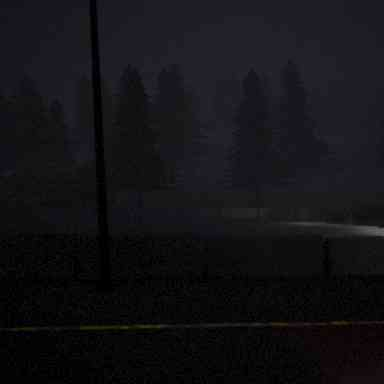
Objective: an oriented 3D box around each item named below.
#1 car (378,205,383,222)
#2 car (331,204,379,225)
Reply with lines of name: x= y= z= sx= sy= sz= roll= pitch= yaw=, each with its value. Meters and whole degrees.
car: x=15.646 y=1.713 z=22.349 sx=4.892 sy=1.490 sz=1.837 roll=1 pitch=0 yaw=-3
car: x=13.378 y=1.682 z=25.734 sx=5.008 sy=1.535 sz=1.882 roll=1 pitch=0 yaw=-3
